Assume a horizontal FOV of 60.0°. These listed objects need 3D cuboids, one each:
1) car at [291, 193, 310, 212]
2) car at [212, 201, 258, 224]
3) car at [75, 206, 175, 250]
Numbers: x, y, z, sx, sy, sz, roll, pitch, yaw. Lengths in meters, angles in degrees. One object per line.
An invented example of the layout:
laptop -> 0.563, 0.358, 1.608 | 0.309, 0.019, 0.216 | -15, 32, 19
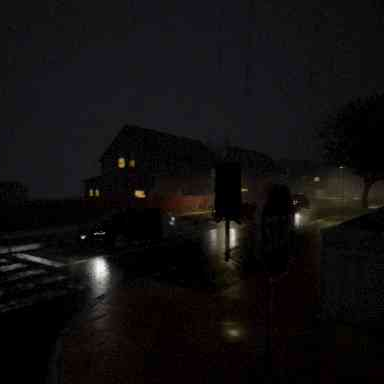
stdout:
car -> 9.788, 0.923, 32.103 | 2.097, 1.767, 4.553 | 1, 2, 35
car -> 3.270, 1.342, 22.869 | 1.895, 1.301, 4.718 | 1, 2, 35
car -> -2.691, 1.404, 14.336 | 1.837, 1.490, 4.892 | 1, 1, 34
